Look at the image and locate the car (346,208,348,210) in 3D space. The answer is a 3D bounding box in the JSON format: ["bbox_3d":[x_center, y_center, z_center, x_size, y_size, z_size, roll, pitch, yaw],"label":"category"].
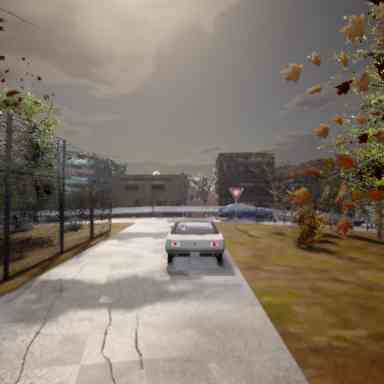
[{"bbox_3d":[41.135,4.337,81.451,5.008,1.535,2.097,-1,1,-17],"label":"car"}]

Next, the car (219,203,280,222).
[{"bbox_3d":[4.607,1.672,28.170,4.674,1.442,1.812,2,-1,-12],"label":"car"}]

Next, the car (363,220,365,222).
[{"bbox_3d":[19.826,4.511,34.411,2.435,2.045,5.566,0,1,-18],"label":"car"}]

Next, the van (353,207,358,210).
[{"bbox_3d":[40.842,4.139,78.416,4.442,1.987,1.878,-1,1,-17],"label":"van"}]

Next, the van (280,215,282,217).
[{"bbox_3d":[11.600,4.386,51.759,1.878,1.987,4.442,0,0,-18],"label":"van"}]

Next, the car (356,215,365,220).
[{"bbox_3d":[23.493,4.638,51.259,2.163,1.488,4.792,0,0,-18],"label":"car"}]

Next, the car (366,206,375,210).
[{"bbox_3d":[40.796,4.409,72.512,5.366,1.575,1.946,-1,0,-17],"label":"car"}]

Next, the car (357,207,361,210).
[{"bbox_3d":[40.780,4.429,75.460,4.674,1.452,2.002,-1,0,-17],"label":"car"}]

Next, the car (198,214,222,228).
[{"bbox_3d":[2.759,4.486,51.954,2.185,1.767,4.553,0,0,-18],"label":"car"}]

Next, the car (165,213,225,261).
[{"bbox_3d":[0.102,1.635,12.436,1.895,1.301,4.718,0,0,0],"label":"car"}]

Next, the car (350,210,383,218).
[{"bbox_3d":[26.410,4.357,51.207,2.435,2.045,5.566,0,0,-18],"label":"car"}]

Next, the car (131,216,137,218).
[{"bbox_3d":[-9.128,4.608,52.466,1.946,1.575,5.366,0,0,-18],"label":"car"}]

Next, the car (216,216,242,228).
[{"bbox_3d":[5.732,4.613,51.832,2.231,1.521,4.892,0,0,-18],"label":"car"}]

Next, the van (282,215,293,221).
[{"bbox_3d":[14.557,4.386,51.665,1.878,1.987,4.442,0,0,-18],"label":"van"}]

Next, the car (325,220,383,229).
[{"bbox_3d":[16.768,4.510,34.548,2.435,2.045,5.566,-1,1,-18],"label":"car"}]
